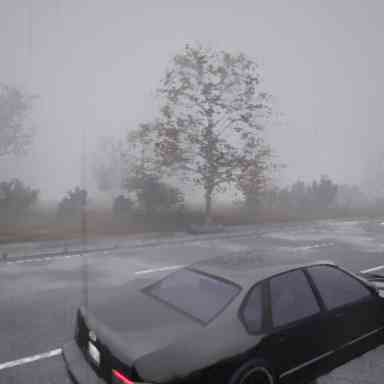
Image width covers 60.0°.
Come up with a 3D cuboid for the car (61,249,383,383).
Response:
[{"bbox_3d":[1.149,1.549,4.555,5.357,1.411,2.033,0,0,-35],"label":"car"}]
